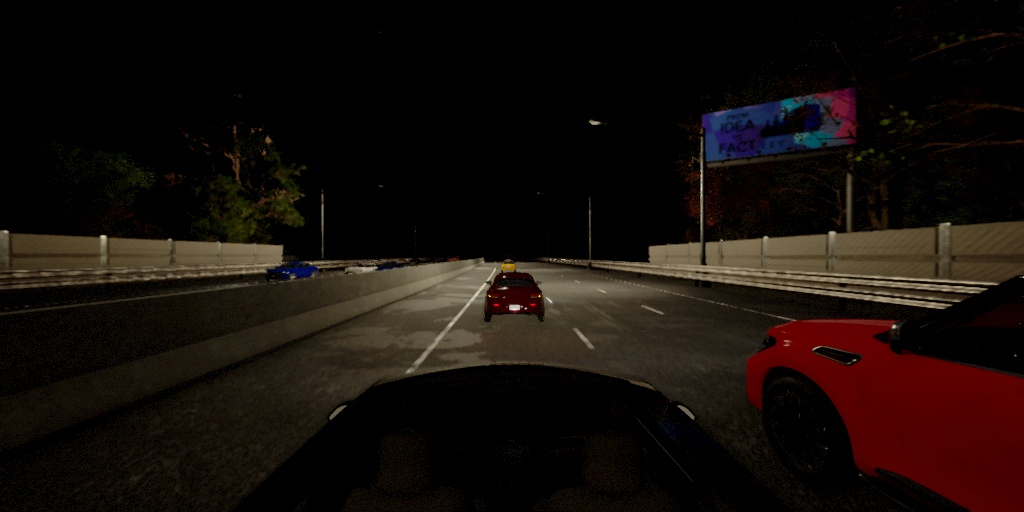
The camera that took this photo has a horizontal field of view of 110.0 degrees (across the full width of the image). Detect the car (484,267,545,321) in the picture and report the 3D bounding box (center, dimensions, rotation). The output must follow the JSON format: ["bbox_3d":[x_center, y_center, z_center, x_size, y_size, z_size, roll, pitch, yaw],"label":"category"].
[{"bbox_3d":[0.068,1.274,12.345,1.812,1.442,4.674,0,0,0],"label":"car"}]

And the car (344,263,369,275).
[{"bbox_3d":[-14.427,1.341,34.806,1.895,1.301,4.718,0,0,-1],"label":"car"}]

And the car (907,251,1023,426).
[{"bbox_3d":[7.093,0.970,2.673,2.150,2.045,5.566,0,0,0],"label":"car"}]

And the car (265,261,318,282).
[{"bbox_3d":[-17.832,1.223,29.226,1.882,1.535,5.008,0,0,-1],"label":"car"}]

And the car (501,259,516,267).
[{"bbox_3d":[-0.429,1.184,44.038,1.801,1.575,5.366,0,0,-1],"label":"car"}]

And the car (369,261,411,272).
[{"bbox_3d":[-10.871,1.267,32.194,1.812,1.442,4.674,0,0,-1],"label":"car"}]

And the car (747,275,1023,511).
[{"bbox_3d":[3.594,0.971,1.458,2.150,2.045,5.566,0,0,0],"label":"car"}]
